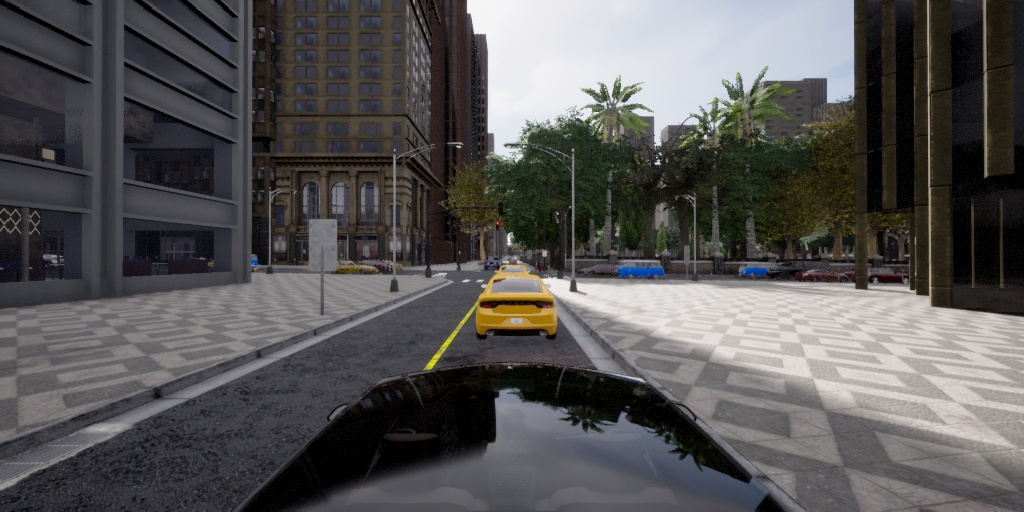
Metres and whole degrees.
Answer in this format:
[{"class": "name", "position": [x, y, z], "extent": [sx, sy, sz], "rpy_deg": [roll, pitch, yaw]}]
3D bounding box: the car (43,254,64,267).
[{"class": "car", "position": [-43.498, 0.508, 33.502], "extent": [4.097, 1.591, 1.967], "rpy_deg": [0, 0, 0]}]

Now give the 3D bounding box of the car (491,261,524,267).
[{"class": "car", "position": [0.042, 1.235, 20.168], "extent": [1.882, 1.535, 5.008], "rpy_deg": [0, 0, 0]}]

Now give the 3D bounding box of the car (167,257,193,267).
[{"class": "car", "position": [-37.782, 0.775, 41.991], "extent": [4.313, 1.339, 1.948], "rpy_deg": [0, 0, 0]}]

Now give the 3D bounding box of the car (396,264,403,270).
[{"class": "car", "position": [-15.272, 1.102, 41.851], "extent": [4.829, 1.417, 1.751], "rpy_deg": [0, 0, 0]}]

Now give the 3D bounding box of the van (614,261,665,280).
[{"class": "van", "position": [11.942, 1.315, 33.156], "extent": [3.998, 1.789, 1.690], "rpy_deg": [0, 0, 0]}]

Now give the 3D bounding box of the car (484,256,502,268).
[{"class": "car", "position": [-2.975, 1.036, 54.563], "extent": [2.150, 2.045, 5.566], "rpy_deg": [0, 0, 0]}]

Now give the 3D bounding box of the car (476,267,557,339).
[{"class": "car", "position": [0.112, 1.230, 10.108], "extent": [1.882, 1.535, 5.008], "rpy_deg": [0, 0, 0]}]

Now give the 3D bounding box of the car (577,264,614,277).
[{"class": "car", "position": [9.818, 1.520, 39.035], "extent": [5.357, 1.411, 2.033], "rpy_deg": [1, 0, 0]}]

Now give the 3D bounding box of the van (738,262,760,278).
[{"class": "van", "position": [28.554, 1.638, 41.579], "extent": [3.998, 1.789, 1.690], "rpy_deg": [0, 0, 0]}]

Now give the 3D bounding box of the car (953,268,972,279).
[{"class": "car", "position": [46.845, 1.940, 38.706], "extent": [4.181, 1.385, 1.994], "rpy_deg": [1, 0, 0]}]

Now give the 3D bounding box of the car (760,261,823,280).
[{"class": "car", "position": [30.762, 1.543, 38.902], "extent": [5.566, 2.045, 2.150], "rpy_deg": [1, 0, 0]}]

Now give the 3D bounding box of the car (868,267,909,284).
[{"class": "car", "position": [34.035, 1.779, 33.019], "extent": [4.097, 1.591, 1.967], "rpy_deg": [0, 0, 0]}]

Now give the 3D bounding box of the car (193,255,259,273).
[{"class": "car", "position": [-26.316, 0.868, 33.395], "extent": [4.829, 1.417, 1.751], "rpy_deg": [0, 0, 0]}]

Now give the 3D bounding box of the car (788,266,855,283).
[{"class": "car", "position": [28.512, 1.830, 33.053], "extent": [4.207, 1.307, 1.802], "rpy_deg": [0, 0, 0]}]

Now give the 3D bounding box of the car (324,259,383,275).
[{"class": "car", "position": [-14.975, 1.053, 33.324], "extent": [4.829, 1.417, 1.751], "rpy_deg": [0, 0, 0]}]

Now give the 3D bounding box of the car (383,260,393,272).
[{"class": "car", "position": [-15.636, 1.078, 39.184], "extent": [4.674, 1.442, 1.812], "rpy_deg": [1, 0, 0]}]
